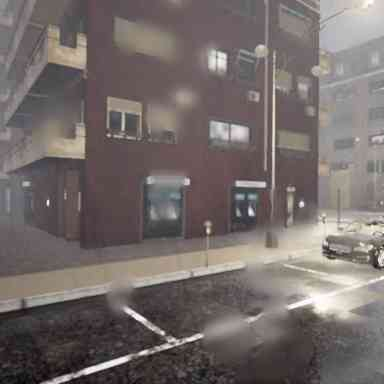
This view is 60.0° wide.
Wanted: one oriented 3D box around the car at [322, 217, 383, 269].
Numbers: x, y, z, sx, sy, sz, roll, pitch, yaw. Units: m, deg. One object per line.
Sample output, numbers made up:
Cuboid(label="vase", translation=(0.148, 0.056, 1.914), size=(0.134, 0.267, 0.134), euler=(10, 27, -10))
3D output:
Cuboid(label="car", translation=(6.087, 1.526, 10.993), size=(4.403, 1.369, 2.008), euler=(0, 1, -35))
